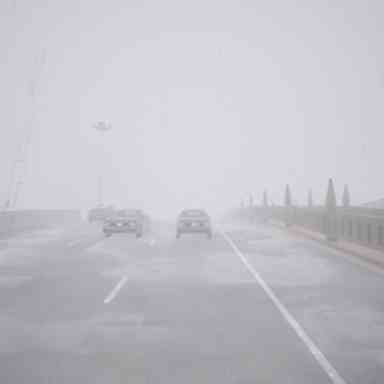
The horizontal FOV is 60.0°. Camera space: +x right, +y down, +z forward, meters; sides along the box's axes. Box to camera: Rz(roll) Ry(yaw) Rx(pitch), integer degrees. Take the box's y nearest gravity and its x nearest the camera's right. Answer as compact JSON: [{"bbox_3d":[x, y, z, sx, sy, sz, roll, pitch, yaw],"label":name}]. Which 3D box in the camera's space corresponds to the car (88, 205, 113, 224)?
[{"bbox_3d":[-6.909,1.776,26.964,2.128,1.511,4.902,0,-3,0],"label":"car"}]

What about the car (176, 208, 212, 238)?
[{"bbox_3d":[0.094,1.590,18.049,2.033,1.411,5.357,0,-1,0],"label":"car"}]

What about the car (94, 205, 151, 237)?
[{"bbox_3d":[-3.406,1.590,18.097,2.033,1.411,5.357,0,-1,0],"label":"car"}]
